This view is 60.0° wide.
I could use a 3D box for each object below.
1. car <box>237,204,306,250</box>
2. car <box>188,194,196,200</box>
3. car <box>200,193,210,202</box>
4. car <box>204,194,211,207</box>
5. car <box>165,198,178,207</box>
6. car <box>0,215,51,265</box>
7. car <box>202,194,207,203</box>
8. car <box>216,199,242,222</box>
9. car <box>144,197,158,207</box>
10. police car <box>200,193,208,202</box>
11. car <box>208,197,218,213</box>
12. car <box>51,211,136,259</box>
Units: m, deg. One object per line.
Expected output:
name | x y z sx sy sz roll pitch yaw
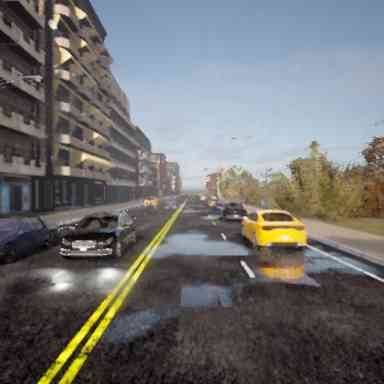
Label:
car | 3.347 1.496 14.425 1.882 1.535 5.008 0 0 0
car | -0.019 1.404 92.316 2.097 1.767 4.553 0 0 0
car | 3.234 1.360 82.048 2.150 2.045 5.566 0 0 0
car | 3.240 1.532 49.206 1.801 1.575 5.366 0 0 0
car | -3.296 1.631 53.929 2.033 1.411 5.357 0 0 1
car | -6.600 1.563 12.068 2.033 1.411 5.357 0 0 0
car | 3.238 1.573 60.016 1.882 1.535 5.008 0 0 0
car | 3.245 1.541 27.015 1.837 1.490 4.892 0 0 0
car | -6.552 1.562 53.492 1.882 1.535 5.008 0 0 1
police car | 3.236 1.621 71.017 2.038 1.542 4.974 0 0 0
car | 3.243 1.619 38.015 1.994 1.385 4.181 0 0 0
car | -3.346 1.521 12.682 1.837 1.490 4.892 0 0 0
